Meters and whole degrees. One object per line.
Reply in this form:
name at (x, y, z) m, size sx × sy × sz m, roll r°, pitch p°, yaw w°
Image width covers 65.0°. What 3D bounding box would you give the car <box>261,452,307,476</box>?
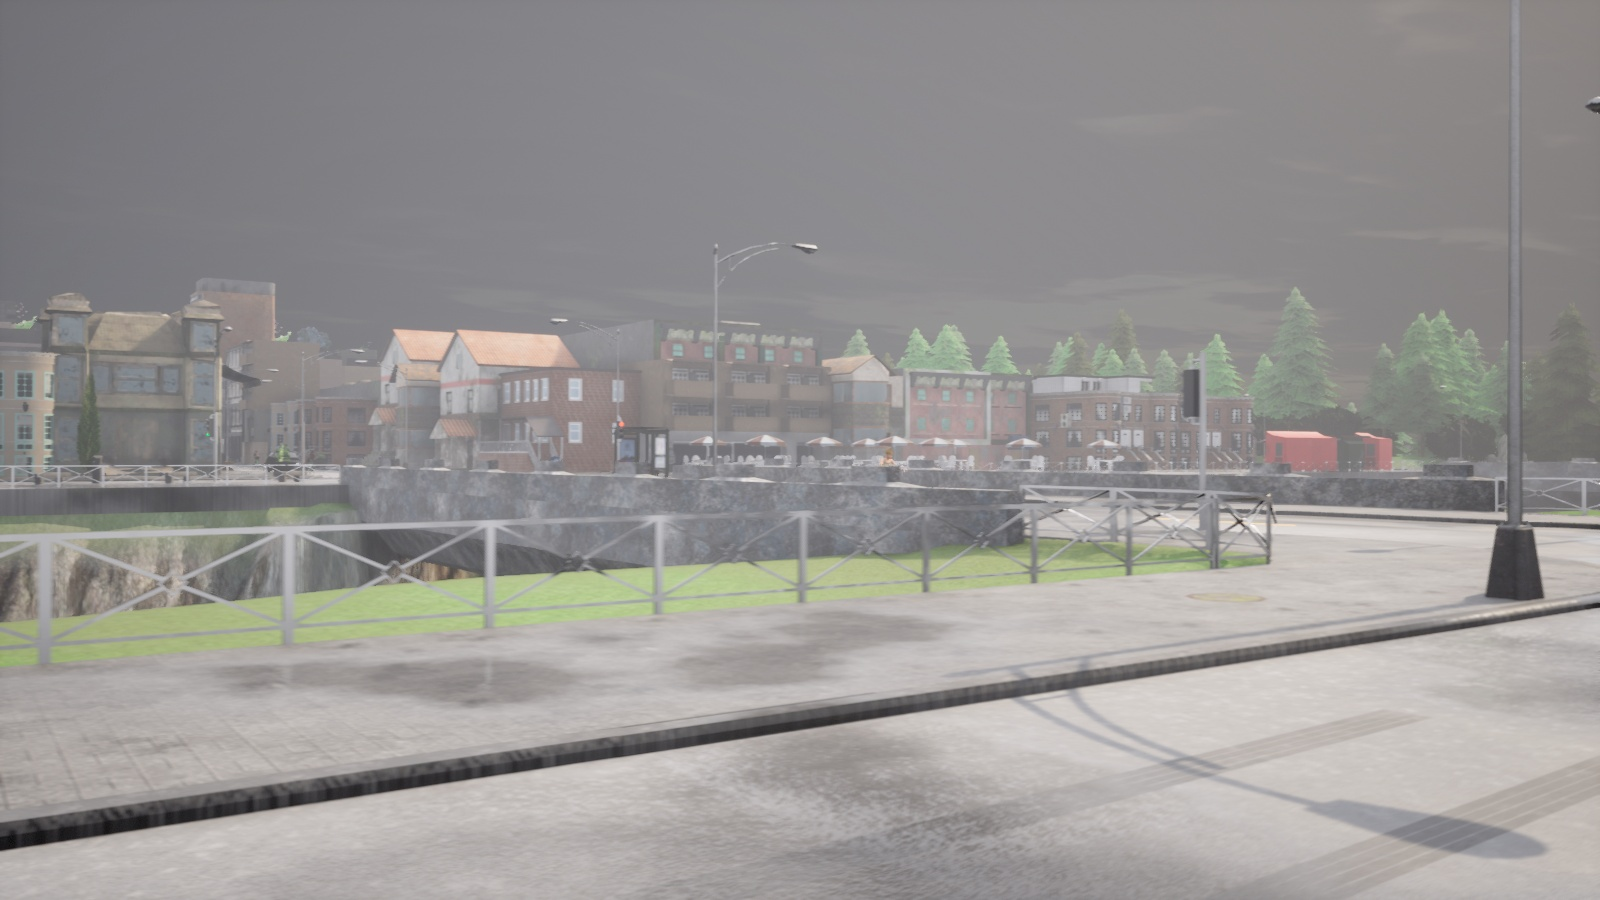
car at (-37.224, 0.974, 90.512) m, size 2.033 × 1.649 × 4.856 m, roll 0°, pitch 1°, yaw -35°
